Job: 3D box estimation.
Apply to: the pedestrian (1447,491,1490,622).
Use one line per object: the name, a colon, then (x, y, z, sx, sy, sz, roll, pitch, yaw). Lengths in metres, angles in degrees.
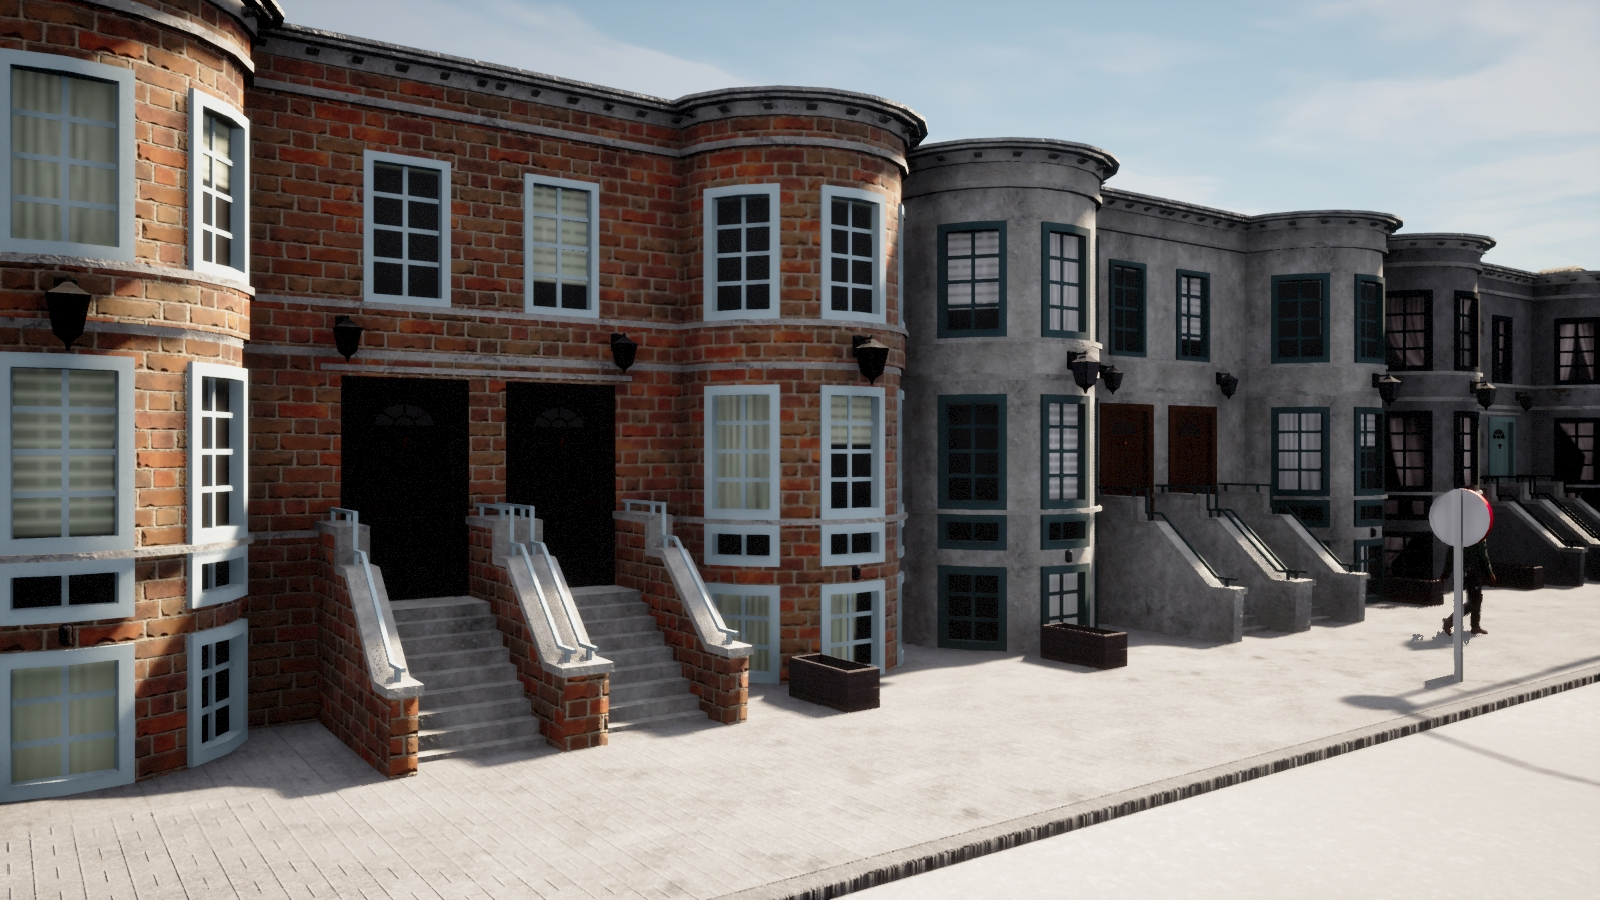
pedestrian: (9.670, 1.524, 16.526, 0.375, 1.860, 0.375, 0, 0, -11)
